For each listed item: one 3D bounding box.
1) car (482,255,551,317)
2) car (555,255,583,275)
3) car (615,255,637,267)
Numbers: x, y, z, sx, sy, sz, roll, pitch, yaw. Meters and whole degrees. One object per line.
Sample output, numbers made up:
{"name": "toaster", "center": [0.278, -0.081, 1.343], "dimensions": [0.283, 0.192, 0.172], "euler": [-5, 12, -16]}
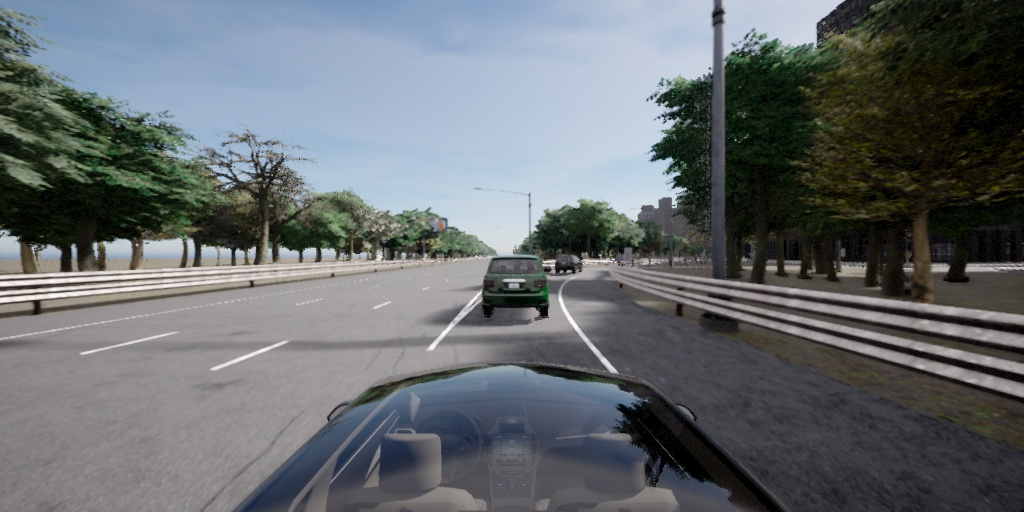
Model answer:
{"name": "car", "center": [0.253, 0.979, 13.305], "dimensions": [2.150, 2.045, 5.566], "euler": [0, 0, 4]}
{"name": "car", "center": [6.373, 0.936, 39.740], "dimensions": [2.150, 2.045, 5.566], "euler": [0, -1, 22]}
{"name": "car", "center": [19.771, 0.876, 62.051], "dimensions": [2.150, 2.045, 5.566], "euler": [0, 0, 40]}
